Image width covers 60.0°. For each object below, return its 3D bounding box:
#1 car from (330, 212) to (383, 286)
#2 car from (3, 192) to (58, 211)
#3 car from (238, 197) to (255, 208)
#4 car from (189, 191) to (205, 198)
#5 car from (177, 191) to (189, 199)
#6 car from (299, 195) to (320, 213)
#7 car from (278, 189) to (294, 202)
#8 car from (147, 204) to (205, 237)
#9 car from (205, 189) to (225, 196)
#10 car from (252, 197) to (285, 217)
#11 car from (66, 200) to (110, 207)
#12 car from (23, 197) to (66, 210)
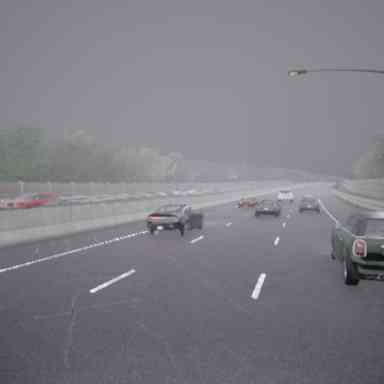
[{"bbox_3d":[5.098,1.312,9.132,2.097,1.767,4.553,0,0,17],"label":"car"},{"bbox_3d":[-14.873,1.061,31.343,2.150,2.045,5.566,0,0,18],"label":"car"},{"bbox_3d":[7.087,1.276,41.271,1.895,1.301,4.718,0,1,19],"label":"car"},{"bbox_3d":[1.593,0.604,67.845,1.882,1.535,5.008,0,2,20],"label":"car"},{"bbox_3d":[-1.506,0.631,69.538,1.812,1.442,4.674,0,1,20],"label":"car"},{"bbox_3d":[12.120,1.331,34.334,1.994,1.385,4.181,0,1,20],"label":"car"},{"bbox_3d":[15.232,0.579,53.888,2.150,2.045,5.566,0,1,20],"label":"car"},{"bbox_3d":[-0.712,1.408,17.663,2.128,1.511,4.902,0,0,18],"label":"car"},{"bbox_3d":[5.021,0.344,67.031,2.150,2.045,5.566,0,2,20],"label":"car"},{"bbox_3d":[6.818,1.405,29.460,1.994,1.385,4.181,0,1,19],"label":"car"},{"bbox_3d":[-8.351,1.456,28.774,1.895,1.301,4.718,0,0,18],"label":"car"},{"bbox_3d":[-11.833,1.399,29.398,2.033,1.411,5.357,0,0,18],"label":"car"}]
